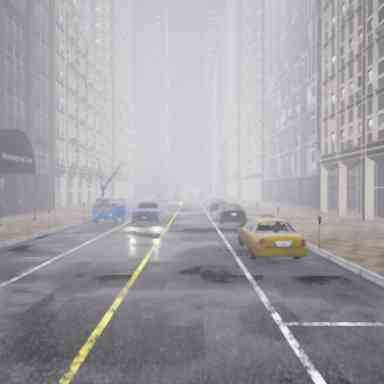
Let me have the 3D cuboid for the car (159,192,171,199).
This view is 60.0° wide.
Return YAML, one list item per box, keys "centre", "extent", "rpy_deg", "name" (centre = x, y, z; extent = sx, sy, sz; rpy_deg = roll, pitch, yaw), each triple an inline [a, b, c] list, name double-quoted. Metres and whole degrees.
- centre: [-5.708, 0.998, 63.183]
  extent: [2.192, 1.841, 5.009]
  rpy_deg: [0, 0, 0]
  name: "car"

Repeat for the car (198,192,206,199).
- centre: [2.667, 0.820, 91.673]
  extent: [2.192, 1.841, 5.009]
  rpy_deg: [0, 0, 0]
  name: "car"

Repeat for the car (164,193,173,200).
- centre: [-5.711, 1.019, 80.278]
  extent: [1.967, 1.590, 4.097]
  rpy_deg: [0, 0, 0]
  name: "car"

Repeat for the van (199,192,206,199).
- centre: [2.668, 0.883, 85.975]
  extent: [1.690, 1.788, 3.998]
  rpy_deg: [0, 0, 0]
  name: "van"

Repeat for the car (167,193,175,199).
- centre: [-5.713, 1.056, 91.676]
  extent: [2.008, 1.369, 4.403]
  rpy_deg: [0, 0, 0]
  name: "car"

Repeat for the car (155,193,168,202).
- centre: [-5.706, 1.260, 57.486]
  extent: [1.887, 1.381, 4.507]
  rpy_deg: [0, 0, 0]
  name: "car"

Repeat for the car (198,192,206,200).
- centre: [2.333, 1.068, 75.001]
  extent: [1.801, 1.575, 5.366]
  rpy_deg: [0, 0, 0]
  name: "car"

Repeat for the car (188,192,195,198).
- centre: [-0.020, 0.960, 92.828]
  extent: [1.895, 1.301, 4.718]
  rpy_deg: [0, 0, 0]
  name: "car"

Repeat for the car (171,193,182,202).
- centre: [-3.034, 1.022, 65.186]
  extent: [2.097, 1.767, 4.553]
  rpy_deg: [0, 0, 0]
  name: "car"

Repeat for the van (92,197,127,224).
- centre: [-5.700, 1.235, 23.296]
  extent: [1.690, 1.788, 3.998]
  rpy_deg: [0, 0, 0]
  name: "van"

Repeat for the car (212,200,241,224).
- centre: [2.682, 1.459, 23.295]
  extent: [1.947, 1.339, 4.313]
  rpy_deg: [0, 0, 0]
  name: "car"

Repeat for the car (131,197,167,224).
- centre: [-3.105, 1.368, 23.987]
  extent: [1.882, 1.535, 5.008]
  rpy_deg: [0, 0, 0]
  name: "car"

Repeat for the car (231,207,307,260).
- centre: [2.684, 1.472, 12.068]
  extent: [1.752, 1.417, 4.829]
  rpy_deg: [0, 0, 0]
  name: "car"

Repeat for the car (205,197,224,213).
- centre: [2.679, 1.403, 34.691]
  extent: [1.947, 1.339, 4.313]
  rpy_deg: [0, 0, 0]
  name: "car"
